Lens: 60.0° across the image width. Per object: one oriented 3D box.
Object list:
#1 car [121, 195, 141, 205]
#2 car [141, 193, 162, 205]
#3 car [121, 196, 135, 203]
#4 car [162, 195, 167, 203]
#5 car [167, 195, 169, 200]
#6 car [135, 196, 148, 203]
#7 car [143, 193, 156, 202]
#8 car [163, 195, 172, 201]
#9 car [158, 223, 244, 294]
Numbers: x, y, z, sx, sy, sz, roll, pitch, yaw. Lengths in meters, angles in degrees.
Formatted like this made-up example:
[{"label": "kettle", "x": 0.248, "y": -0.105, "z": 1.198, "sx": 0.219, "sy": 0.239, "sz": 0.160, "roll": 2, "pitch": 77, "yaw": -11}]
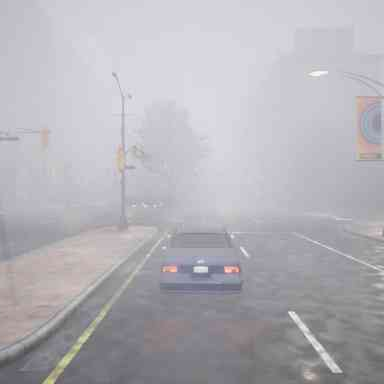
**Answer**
[{"label": "car", "x": -10.506, "y": 1.352, "z": 57.881, "sx": 2.097, "sy": 1.767, "sz": 4.553, "roll": 0, "pitch": 0, "yaw": 1}, {"label": "car", "x": -7.006, "y": 1.352, "z": 58.003, "sx": 2.097, "sy": 1.767, "sz": 4.553, "roll": 0, "pitch": 0, "yaw": 1}, {"label": "car", "x": -13.453, "y": 1.595, "z": 69.845, "sx": 1.895, "sy": 1.301, "sz": 4.718, "roll": 0, "pitch": 0, "yaw": 1}, {"label": "car", "x": -6.788, "y": 1.352, "z": 66.775, "sx": 2.097, "sy": 1.767, "sz": 4.553, "roll": 0, "pitch": 0, "yaw": 1}, {"label": "car", "x": -6.577, "y": 1.525, "z": 76.548, "sx": 2.128, "sy": 1.511, "sz": 4.902, "roll": 0, "pitch": 0, "yaw": 1}, {"label": "car", "x": -10.244, "y": 1.505, "z": 68.056, "sx": 1.837, "sy": 1.490, "sz": 4.892, "roll": 0, "pitch": 0, "yaw": 1}, {"label": "car", "x": -10.036, "y": 1.225, "z": 78.741, "sx": 2.150, "sy": 2.045, "sz": 5.566, "roll": 0, "pitch": 0, "yaw": 1}, {"label": "car", "x": -6.387, "y": 1.478, "z": 86.642, "sx": 1.882, "sy": 1.535, "sz": 5.008, "roll": 0, "pitch": 0, "yaw": 1}, {"label": "car", "x": 0.231, "y": 1.547, "z": 8.949, "sx": 2.033, "sy": 1.411, "sz": 5.357, "roll": 0, "pitch": 0, "yaw": 1}]
